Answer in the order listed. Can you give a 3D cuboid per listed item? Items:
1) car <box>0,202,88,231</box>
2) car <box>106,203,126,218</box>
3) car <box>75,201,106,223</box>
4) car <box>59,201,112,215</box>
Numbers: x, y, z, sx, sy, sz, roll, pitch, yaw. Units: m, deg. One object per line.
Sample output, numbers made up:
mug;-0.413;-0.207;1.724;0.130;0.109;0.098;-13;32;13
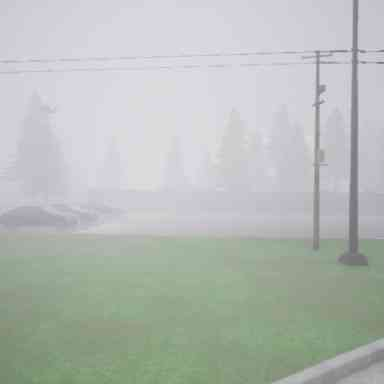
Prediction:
car;-9.011;1.485;19.801;4.674;1.442;1.812;1;0;3
car;-8.407;1.523;30.284;4.674;1.442;1.812;1;0;3
car;-8.810;1.498;23.295;4.674;1.442;1.812;1;0;3
car;-10.822;1.583;33.915;4.718;1.301;1.895;1;0;3
